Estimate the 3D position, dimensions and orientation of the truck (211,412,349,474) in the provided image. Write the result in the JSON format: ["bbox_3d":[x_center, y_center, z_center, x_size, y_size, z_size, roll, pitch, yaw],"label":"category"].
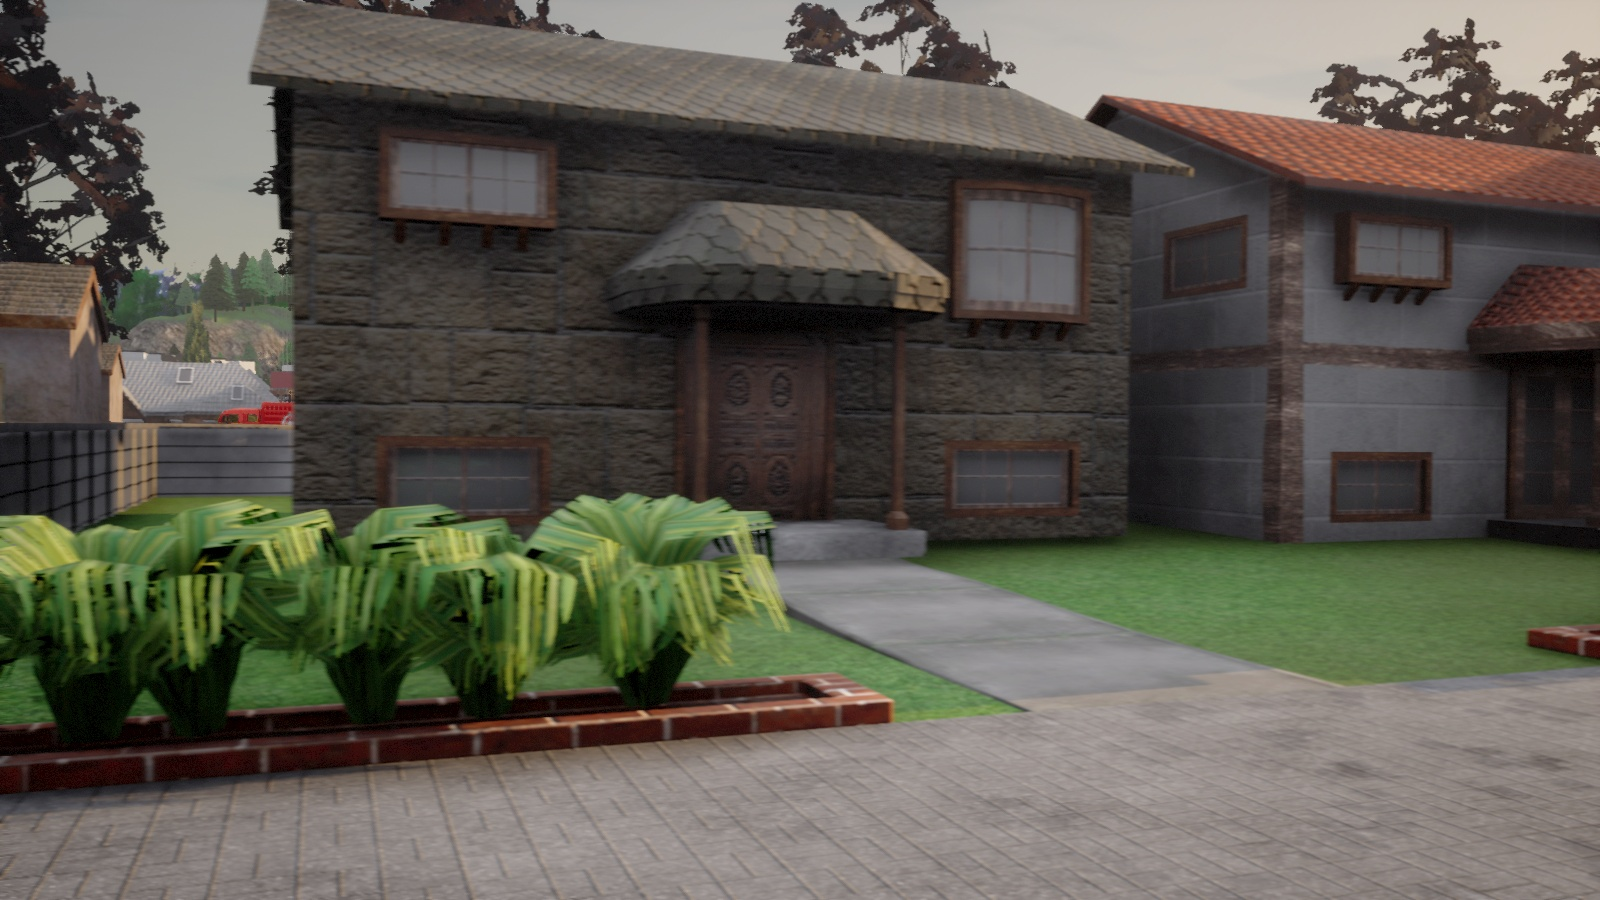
[{"bbox_3d":[-21.738,-0.312,52.749,5.204,2.467,2.627,-1,1,-21],"label":"truck"}]
